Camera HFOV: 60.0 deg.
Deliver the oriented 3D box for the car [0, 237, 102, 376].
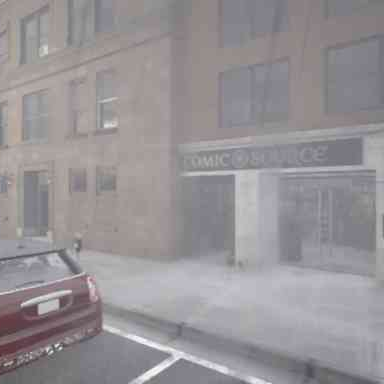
[{"bbox_3d":[-3.348,1.437,5.237,4.097,1.590,1.967,0,0,36],"label":"car"}]
